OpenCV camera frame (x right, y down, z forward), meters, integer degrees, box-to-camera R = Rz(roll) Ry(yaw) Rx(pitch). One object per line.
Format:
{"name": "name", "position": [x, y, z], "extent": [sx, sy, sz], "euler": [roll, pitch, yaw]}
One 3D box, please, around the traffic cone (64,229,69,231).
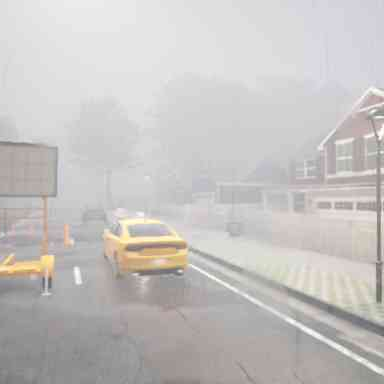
{"name": "traffic cone", "position": [-5.815, 2.095, 15.475], "extent": [0.340, 0.580, 0.340], "euler": [1, -1, -21]}

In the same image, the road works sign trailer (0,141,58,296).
{"name": "road works sign trailer", "position": [-4.693, 0.527, 8.421], "extent": [2.380, 3.560, 2.880], "euler": [1, -1, -21]}

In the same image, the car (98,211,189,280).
{"name": "car", "position": [-1.672, 1.594, 10.551], "extent": [1.882, 1.535, 5.008], "euler": [1, -1, -21]}

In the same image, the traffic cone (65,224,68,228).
{"name": "traffic cone", "position": [-6.528, 2.111, 17.344], "extent": [0.340, 0.580, 0.340], "euler": [1, -1, -21]}

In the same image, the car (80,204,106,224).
{"name": "car", "position": [-8.174, 1.760, 27.624], "extent": [2.128, 1.511, 4.902], "euler": [1, -1, -21]}
